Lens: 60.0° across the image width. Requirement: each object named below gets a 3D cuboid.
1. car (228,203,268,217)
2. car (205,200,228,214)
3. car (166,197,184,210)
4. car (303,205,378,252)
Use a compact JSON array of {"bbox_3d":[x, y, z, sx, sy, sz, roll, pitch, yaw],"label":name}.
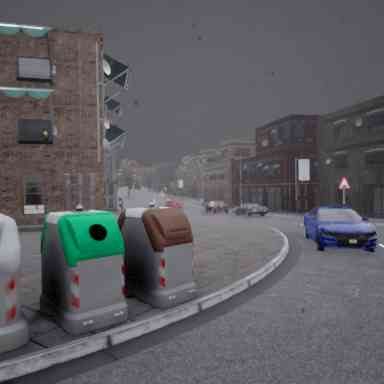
[{"bbox_3d":[5.945,1.816,34.531,2.033,1.411,5.357,-1,-1,-16],"label":"car"},{"bbox_3d":[3.230,1.912,44.746,2.097,1.767,4.553,-1,-1,-16],"label":"car"},{"bbox_3d":[-2.934,1.896,55.557,2.150,2.045,5.566,-1,1,-15],"label":"car"},{"bbox_3d":[5.695,1.316,13.271,1.882,1.535,5.008,0,0,11],"label":"car"}]
